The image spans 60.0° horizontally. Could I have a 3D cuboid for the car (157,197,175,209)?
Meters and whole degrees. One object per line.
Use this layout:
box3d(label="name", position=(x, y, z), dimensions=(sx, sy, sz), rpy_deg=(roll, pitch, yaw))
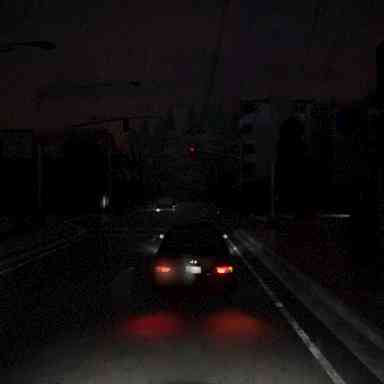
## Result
box3d(label="car", position=(-3.712, 1.507, 46.012), dimensions=(1.812, 1.442, 4.674), rpy_deg=(0, 0, 0))

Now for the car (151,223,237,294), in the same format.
box3d(label="car", position=(0.038, 1.544, 8.901), dimensions=(2.033, 1.411, 5.357), rpy_deg=(0, 0, 0))
